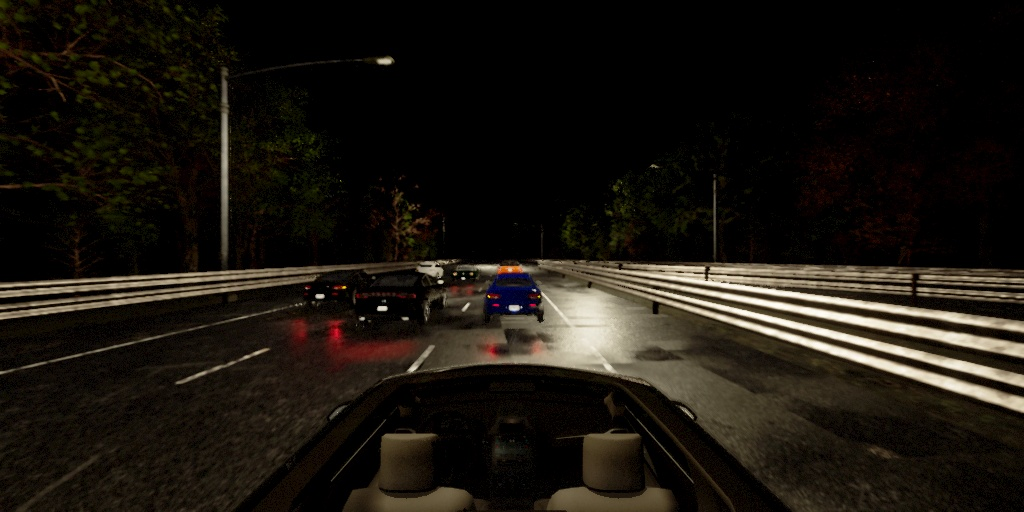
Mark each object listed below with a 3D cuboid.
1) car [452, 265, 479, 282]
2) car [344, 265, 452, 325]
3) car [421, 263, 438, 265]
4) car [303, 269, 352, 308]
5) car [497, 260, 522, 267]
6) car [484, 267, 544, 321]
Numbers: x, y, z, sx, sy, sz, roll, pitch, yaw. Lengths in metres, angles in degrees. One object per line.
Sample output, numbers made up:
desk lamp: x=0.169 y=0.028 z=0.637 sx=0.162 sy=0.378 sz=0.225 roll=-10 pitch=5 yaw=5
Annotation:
car: x=-3.671 y=1.389 z=28.967 sx=1.895 sy=1.301 sz=4.718 roll=0 pitch=0 yaw=-1
car: x=-3.451 y=1.240 z=11.962 sx=1.882 sy=1.535 sz=5.008 roll=0 pitch=0 yaw=0
car: x=-7.223 y=1.320 z=31.511 sx=1.812 sy=1.442 sz=4.674 roll=0 pitch=0 yaw=-1
car: x=-6.979 y=1.294 z=15.292 sx=1.812 sy=1.442 sz=4.674 roll=0 pitch=0 yaw=-1
car: x=-0.196 y=1.141 z=30.118 sx=2.097 sy=1.767 sz=4.553 roll=0 pitch=0 yaw=-1
car: x=0.047 y=1.287 z=12.314 sx=1.812 sy=1.442 sz=4.674 roll=0 pitch=0 yaw=0
